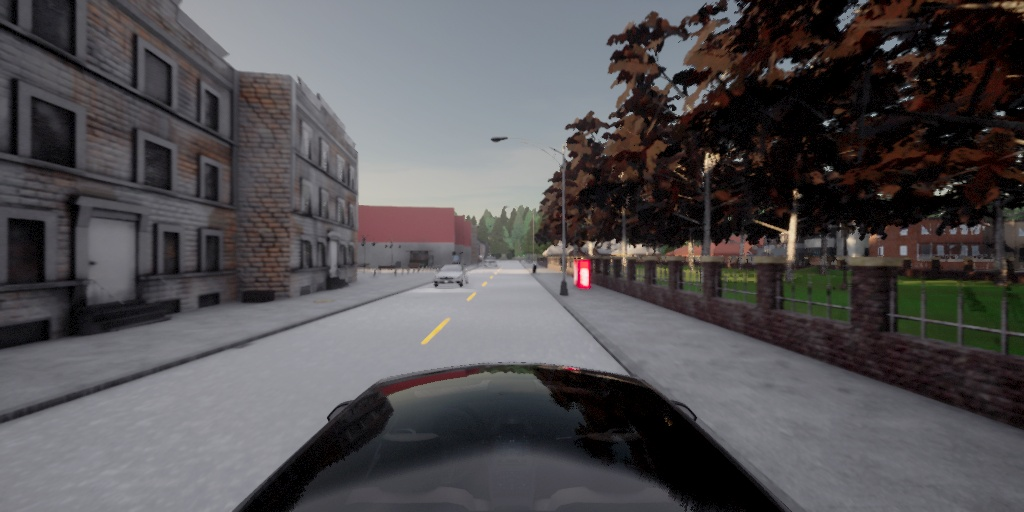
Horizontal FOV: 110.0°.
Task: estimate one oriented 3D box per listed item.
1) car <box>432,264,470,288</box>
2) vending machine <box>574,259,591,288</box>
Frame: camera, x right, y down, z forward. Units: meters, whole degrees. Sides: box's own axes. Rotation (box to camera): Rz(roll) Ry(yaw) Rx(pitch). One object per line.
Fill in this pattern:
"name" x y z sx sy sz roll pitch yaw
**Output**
"car" -4.069 1.302 24.533 1.812 1.442 4.674 0 0 0
"vending machine" 4.324 1.195 22.015 1.100 2.100 0.880 0 0 0
